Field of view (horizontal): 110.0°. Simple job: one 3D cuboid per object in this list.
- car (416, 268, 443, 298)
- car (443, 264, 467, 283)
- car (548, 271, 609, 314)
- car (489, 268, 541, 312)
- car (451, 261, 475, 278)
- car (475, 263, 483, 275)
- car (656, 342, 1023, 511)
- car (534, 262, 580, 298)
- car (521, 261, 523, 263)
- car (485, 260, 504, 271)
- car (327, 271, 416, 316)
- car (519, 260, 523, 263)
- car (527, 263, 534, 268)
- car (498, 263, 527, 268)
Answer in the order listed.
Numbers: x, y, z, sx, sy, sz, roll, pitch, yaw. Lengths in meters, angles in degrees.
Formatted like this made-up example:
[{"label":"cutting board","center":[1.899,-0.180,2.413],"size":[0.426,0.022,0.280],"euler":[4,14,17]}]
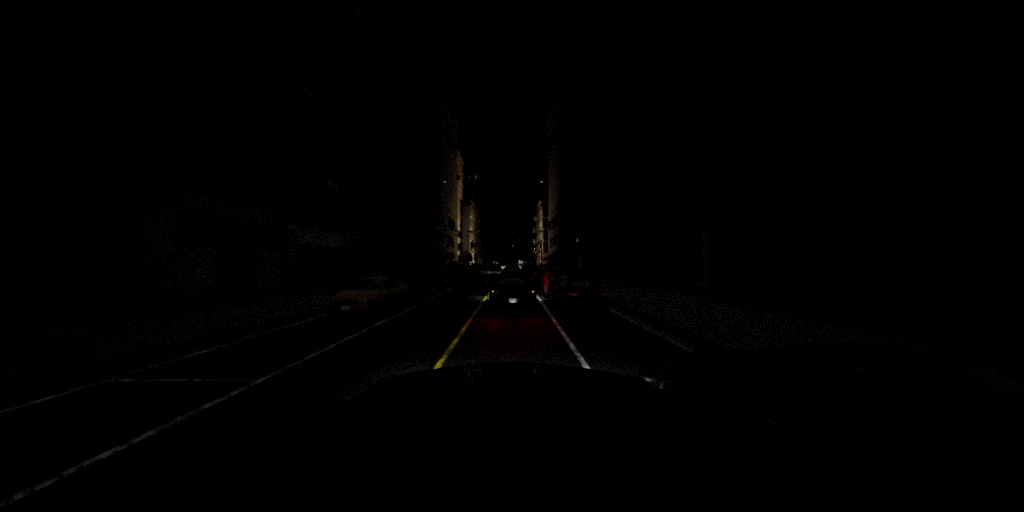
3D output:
[{"label":"car","center":[-5.387,1.501,19.856],"size":[1.948,1.339,4.313],"euler":[0,0,0]},{"label":"car","center":[-5.388,1.614,31.219],"size":[1.948,1.339,4.313],"euler":[0,0,0]},{"label":"car","center":[2.638,1.462,14.181],"size":[1.802,1.307,4.207],"euler":[0,0,0]},{"label":"car","center":[0.051,1.412,14.921],"size":[1.812,1.442,4.674],"euler":[0,0,0]},{"label":"car","center":[-5.388,1.420,36.900],"size":[2.192,1.841,5.009],"euler":[0,0,0]},{"label":"car","center":[-5.388,1.658,48.263],"size":[1.967,1.591,4.097],"euler":[0,0,0]},{"label":"car","center":[2.638,1.344,2.818],"size":[1.802,1.307,4.207],"euler":[0,0,0]},{"label":"car","center":[2.638,1.251,19.862],"size":[2.192,1.841,5.009],"euler":[0,0,0]},{"label":"car","center":[2.637,1.842,53.948],"size":[1.948,1.339,4.313],"euler":[0,0,0]},{"label":"car","center":[-2.800,1.876,59.367],"size":[2.033,1.411,5.357],"euler":[0,-1,1]},{"label":"car","center":[-5.387,1.404,14.004],"size":[1.751,1.417,4.829],"euler":[0,0,0]},{"label":"car","center":[2.637,1.913,65.479],"size":[1.751,1.417,4.829],"euler":[0,0,0]},{"label":"car","center":[2.637,1.489,31.224],"size":[1.967,1.591,4.097],"euler":[0,0,0]},{"label":"car","center":[0.051,1.561,29.894],"size":[1.812,1.442,4.674],"euler":[0,0,0]}]
